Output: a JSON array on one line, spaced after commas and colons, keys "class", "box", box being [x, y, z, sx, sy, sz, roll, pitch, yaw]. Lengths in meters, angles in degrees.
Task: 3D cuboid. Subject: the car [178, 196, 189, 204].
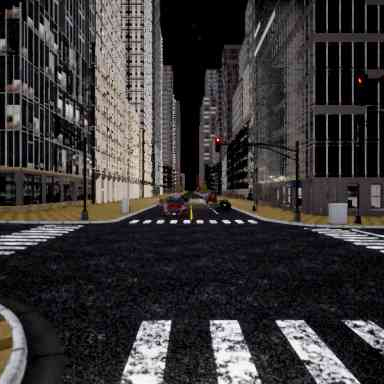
[{"class": "car", "box": [-1.617, 1.561, 64.975, 1.994, 1.385, 4.181, 0, 0, 0]}]

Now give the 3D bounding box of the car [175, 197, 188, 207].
[{"class": "car", "box": [-1.619, 1.534, 51.394, 1.812, 1.442, 4.674, 0, 0, 0]}]

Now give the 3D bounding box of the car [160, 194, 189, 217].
[{"class": "car", "box": [-1.549, 1.369, 31.811, 2.097, 1.767, 4.553, 0, 0, 1]}]

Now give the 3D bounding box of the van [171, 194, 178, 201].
[{"class": "van", "box": [-4.237, 1.321, 80.467, 1.690, 1.788, 3.998, 0, 0, 0]}]

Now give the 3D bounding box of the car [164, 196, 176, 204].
[{"class": "car", "box": [-4.152, 1.564, 63.884, 1.947, 1.339, 4.313, 0, 0, 0]}]

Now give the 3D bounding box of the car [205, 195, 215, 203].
[{"class": "car", "box": [3.700, 1.432, 69.452, 1.967, 1.590, 4.097, 0, 0, 0]}]

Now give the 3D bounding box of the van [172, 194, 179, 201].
[{"class": "van", "box": [-4.265, 1.315, 85.994, 1.690, 1.788, 3.998, 0, 0, 0]}]

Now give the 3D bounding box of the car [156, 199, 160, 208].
[{"class": "car", "box": [-4.068, 1.592, 47.301, 1.802, 1.307, 4.206, 0, 0, 0]}]

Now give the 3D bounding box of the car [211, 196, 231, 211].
[{"class": "car", "box": [3.890, 1.579, 41.815, 1.947, 1.339, 4.313, 0, 0, 0]}]

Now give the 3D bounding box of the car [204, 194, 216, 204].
[{"class": "car", "box": [3.728, 1.313, 63.924, 2.192, 1.841, 5.009, 0, 0, 0]}]

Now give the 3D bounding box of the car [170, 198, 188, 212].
[{"class": "car", "box": [-1.568, 1.561, 41.337, 2.033, 1.411, 5.357, 0, 0, 0]}]

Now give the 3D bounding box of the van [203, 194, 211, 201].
[{"class": "van", "box": [3.643, 1.321, 80.507, 1.690, 1.788, 3.998, 0, 0, 0]}]
